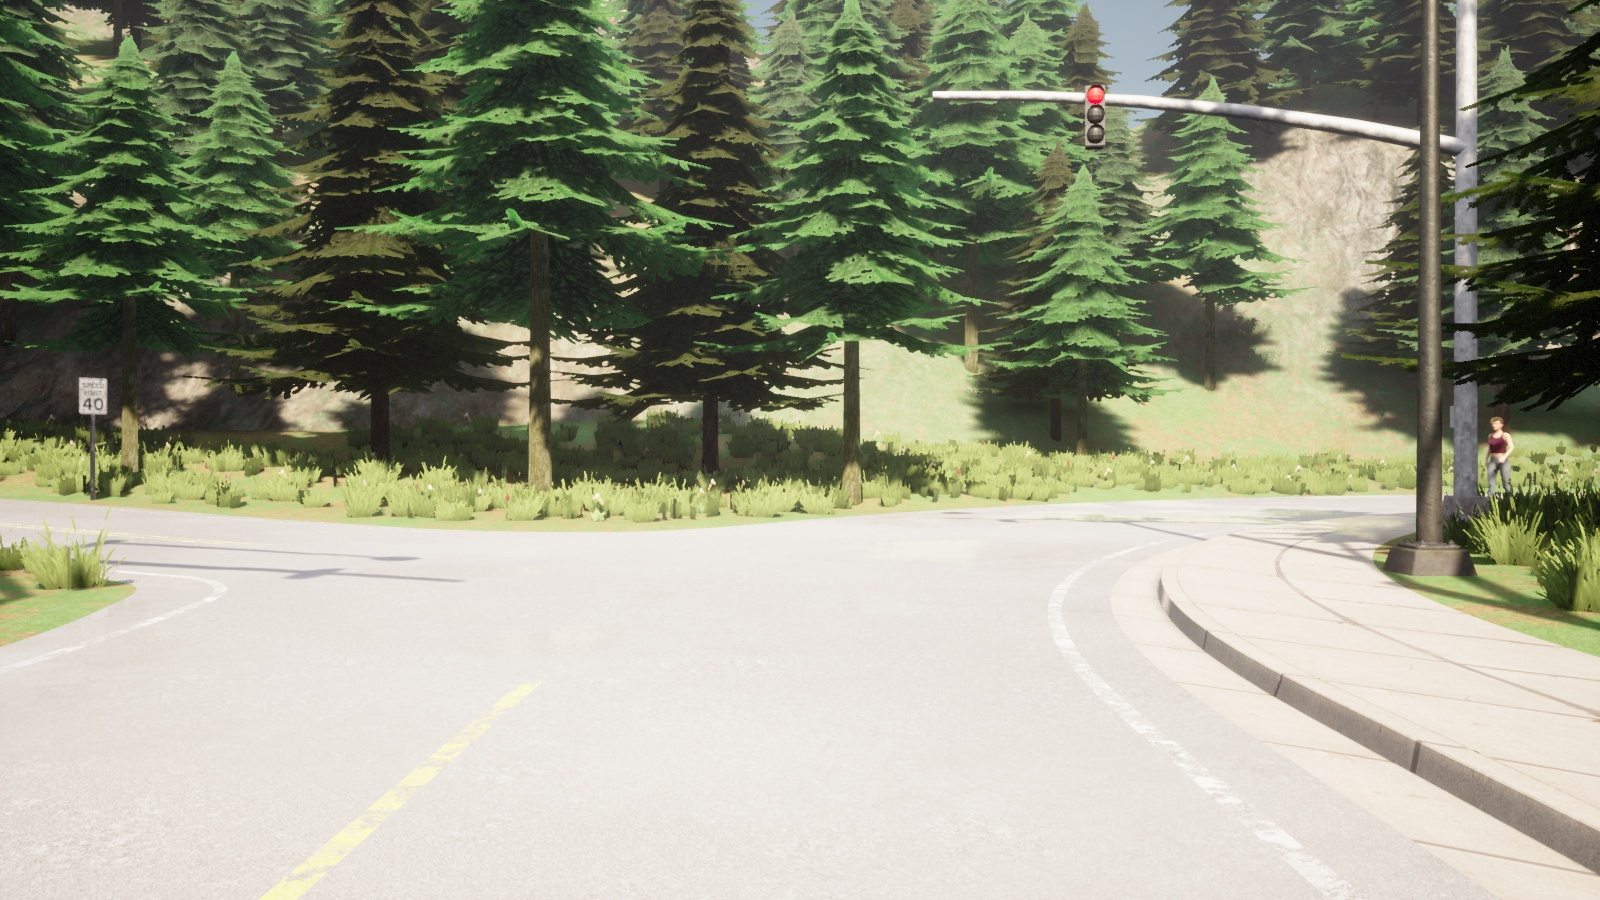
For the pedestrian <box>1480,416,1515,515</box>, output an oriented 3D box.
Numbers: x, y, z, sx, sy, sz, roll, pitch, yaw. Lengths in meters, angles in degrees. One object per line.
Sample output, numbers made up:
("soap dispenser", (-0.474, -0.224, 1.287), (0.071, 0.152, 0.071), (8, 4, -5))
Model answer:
("pedestrian", (13.173, 0.285, 23.714), (0.594, 1.836, 0.345), (0, 0, -33))
